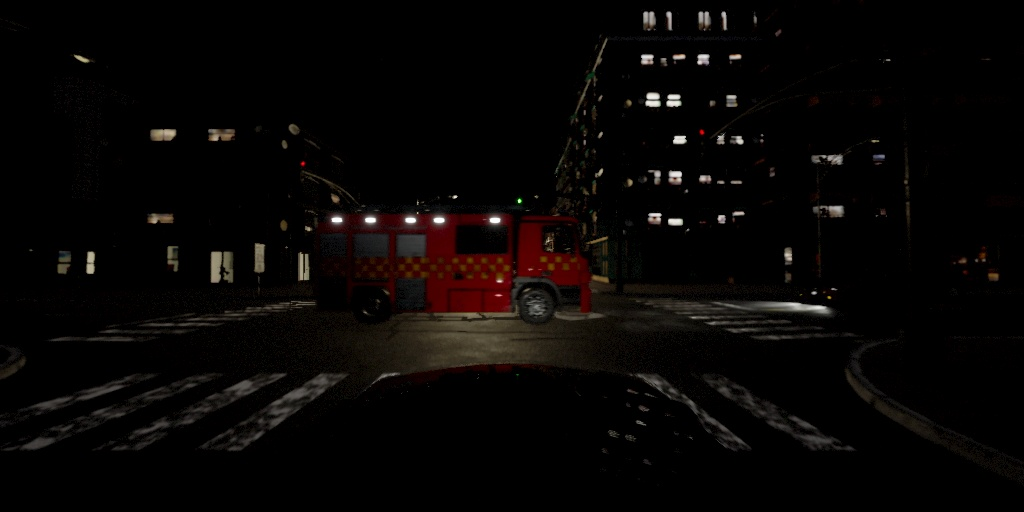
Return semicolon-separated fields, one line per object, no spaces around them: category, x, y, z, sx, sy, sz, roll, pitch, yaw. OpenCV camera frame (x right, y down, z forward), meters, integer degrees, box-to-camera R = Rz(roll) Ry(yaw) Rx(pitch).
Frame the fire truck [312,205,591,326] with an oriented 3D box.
fire truck;-1.800;0.179;12.129;8.468;3.827;2.891;0;0;1

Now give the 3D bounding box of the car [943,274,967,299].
car;19.476;1.370;17.706;4.507;1.381;1.888;0;0;1

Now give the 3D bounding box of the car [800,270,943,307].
car;14.706;1.349;15.090;4.181;1.385;1.994;-1;-2;1
